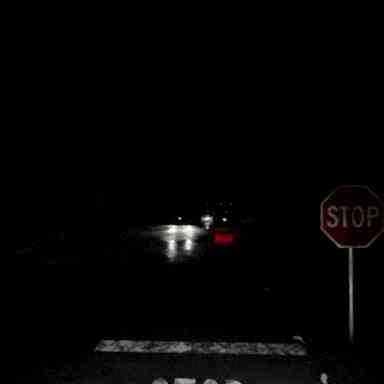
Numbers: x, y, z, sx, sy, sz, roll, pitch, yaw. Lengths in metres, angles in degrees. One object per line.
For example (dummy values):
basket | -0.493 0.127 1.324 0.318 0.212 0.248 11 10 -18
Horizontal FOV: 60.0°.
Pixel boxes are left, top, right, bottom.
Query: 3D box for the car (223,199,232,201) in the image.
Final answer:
car | 5.707 1.928 54.276 2.097 1.767 4.553 0 -1 11

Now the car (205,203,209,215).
car | 1.485 1.841 35.051 2.033 1.411 5.357 0 -1 13

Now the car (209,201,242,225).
car | 2.678 1.655 25.103 1.837 1.490 4.892 0 -1 10

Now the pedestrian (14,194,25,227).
pedestrian | -9.660 1.033 18.523 0.375 1.860 0.375 0 -4 3

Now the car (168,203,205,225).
car | -0.497 1.725 25.517 1.994 1.385 4.181 0 -1 11
